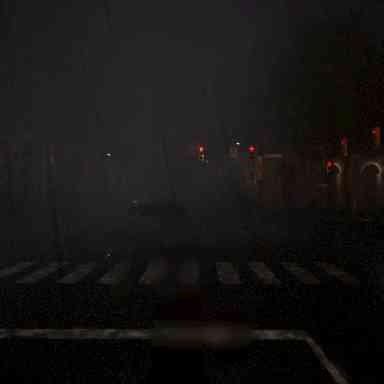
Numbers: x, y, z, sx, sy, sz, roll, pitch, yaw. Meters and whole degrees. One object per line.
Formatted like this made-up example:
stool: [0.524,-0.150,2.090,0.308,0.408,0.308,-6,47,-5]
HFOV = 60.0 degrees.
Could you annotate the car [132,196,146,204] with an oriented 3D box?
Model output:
car: [-10.084,1.564,63.595,1.994,1.385,4.181,0,0,1]

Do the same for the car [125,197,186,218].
car: [-3.062,1.477,29.491,5.008,1.535,1.882,0,0,1]

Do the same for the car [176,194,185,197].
car: [-2.773,1.279,78.653,2.097,1.767,4.553,0,0,1]

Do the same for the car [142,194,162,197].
car: [-6.688,1.547,54.193,2.033,1.411,5.357,0,0,1]

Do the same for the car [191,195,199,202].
car: [0.727,1.449,78.623,2.128,1.511,4.902,0,0,1]

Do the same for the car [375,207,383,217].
car: [18.596,1.526,29.196,4.674,1.442,1.812,0,0,1]

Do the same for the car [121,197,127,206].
car: [-10.181,1.547,54.364,2.033,1.411,5.357,0,0,1]
